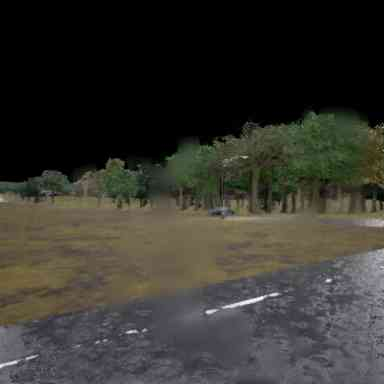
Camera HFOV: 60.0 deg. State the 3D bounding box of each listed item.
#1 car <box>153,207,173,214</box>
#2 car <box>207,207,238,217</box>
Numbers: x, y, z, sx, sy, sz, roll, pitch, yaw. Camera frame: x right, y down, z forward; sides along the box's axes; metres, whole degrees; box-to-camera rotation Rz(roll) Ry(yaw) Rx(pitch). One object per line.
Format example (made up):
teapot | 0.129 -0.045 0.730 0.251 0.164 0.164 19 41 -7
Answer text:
car | -5.500 3.438 62.732 1.895 1.301 4.718 1 -2 -33
car | 4.263 2.819 47.669 2.033 1.411 5.357 1 -2 -33
